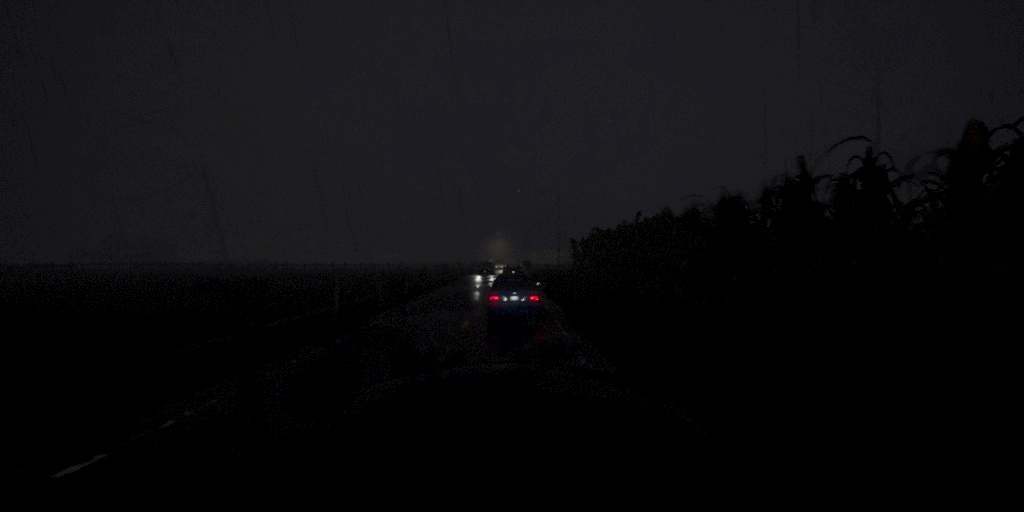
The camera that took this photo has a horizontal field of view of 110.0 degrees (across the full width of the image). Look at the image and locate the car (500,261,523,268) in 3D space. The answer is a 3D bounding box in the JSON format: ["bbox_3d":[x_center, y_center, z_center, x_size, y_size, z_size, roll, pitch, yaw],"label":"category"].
[{"bbox_3d":[0.098,1.405,33.776,1.994,1.385,4.181,0,0,0],"label":"car"}]

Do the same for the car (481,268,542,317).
[{"bbox_3d":[0.088,1.333,13.387,2.033,1.411,5.357,0,0,0],"label":"car"}]

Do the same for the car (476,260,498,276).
[{"bbox_3d":[-2.840,1.361,39.879,1.837,1.490,4.892,0,0,0],"label":"car"}]
